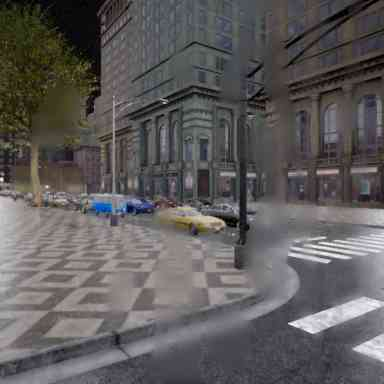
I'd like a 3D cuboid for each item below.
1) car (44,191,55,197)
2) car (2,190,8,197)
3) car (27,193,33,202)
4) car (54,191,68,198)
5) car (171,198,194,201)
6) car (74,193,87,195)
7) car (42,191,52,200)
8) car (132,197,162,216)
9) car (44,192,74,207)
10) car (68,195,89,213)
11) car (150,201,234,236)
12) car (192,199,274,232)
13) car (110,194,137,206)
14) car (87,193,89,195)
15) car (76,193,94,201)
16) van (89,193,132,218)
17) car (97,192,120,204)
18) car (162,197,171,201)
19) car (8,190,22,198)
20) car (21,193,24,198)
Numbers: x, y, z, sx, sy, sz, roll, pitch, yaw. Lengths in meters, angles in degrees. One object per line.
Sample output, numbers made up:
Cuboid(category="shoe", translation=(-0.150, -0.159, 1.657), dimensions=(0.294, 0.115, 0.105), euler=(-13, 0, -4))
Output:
Cuboid(category="car", translation=(-35.408, 0.472, 82.539), dimensions=(1.802, 1.307, 4.206), euler=(1, 0, -35))
Cuboid(category="car", translation=(-42.368, 0.330, 77.620), dimensions=(1.967, 1.590, 4.097), euler=(1, 0, -35))
Cuboid(category="car", translation=(-22.931, 0.911, 50.087), dimensions=(2.008, 1.369, 4.403), euler=(1, 0, -35))
Cuboid(category="car", translation=(-28.928, 0.588, 73.362), dimensions=(1.887, 1.381, 4.507), euler=(1, 0, -35))
Cuboid(category="car", translation=(0.228, 1.315, 32.062), dimensions=(1.947, 1.339, 4.313), euler=(1, 0, -35))
Cuboid(category="car", translation=(-16.581, 0.956, 45.824), dimensions=(2.128, 1.511, 4.902), euler=(0, 1, -35))
Cuboid(category="car", translation=(-19.691, 0.992, 45.498), dimensions=(2.008, 1.369, 4.403), euler=(1, 0, -35))
Cuboid(category="car", translation=(-4.930, 1.219, 29.189), dimensions=(1.882, 1.535, 5.008), euler=(0, 1, -35))
Cuboid(category="car", translation=(-16.354, 1.051, 40.770), dimensions=(1.752, 1.417, 4.829), euler=(1, 0, -35))
Cuboid(category="car", translation=(-9.972, 1.230, 31.727), dimensions=(2.008, 1.369, 4.403), euler=(1, 0, -35))
Cuboid(category="car", translation=(-0.153, 1.398, 17.816), dimensions=(1.752, 1.417, 4.829), euler=(1, 0, -35))
Cuboid(category="car", translation=(2.408, 1.371, 18.803), dimensions=(2.128, 1.511, 4.902), euler=(0, 1, -36))
Cuboid(category="car", translation=(-9.492, 1.074, 45.832), dimensions=(2.008, 1.369, 4.403), euler=(1, 0, -35))
Cuboid(category="car", translation=(-15.971, 0.910, 55.008), dimensions=(2.008, 1.369, 4.403), euler=(1, 0, -35))
Cuboid(category="car", translation=(-19.211, 0.861, 59.597), dimensions=(1.802, 1.307, 4.206), euler=(1, 0, -35))
Cuboid(category="van", translation=(-6.730, 1.091, 27.137), dimensions=(1.690, 1.788, 3.998), euler=(1, 0, -35))
Cuboid(category="car", translation=(-12.729, 0.881, 50.420), dimensions=(1.967, 1.590, 4.097), euler=(1, 0, -35))
Cuboid(category="car", translation=(-3.011, 1.224, 36.651), dimensions=(1.887, 1.381, 4.507), euler=(1, 0, -35))
Cuboid(category="car", translation=(-35.888, 0.484, 68.442), dimensions=(1.967, 1.590, 4.097), euler=(1, 0, -35))
Cuboid(category="car", translation=(-26.171, 0.830, 54.676), dimensions=(2.008, 1.369, 4.403), euler=(1, 0, -35))
